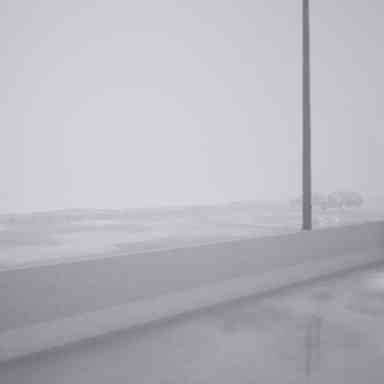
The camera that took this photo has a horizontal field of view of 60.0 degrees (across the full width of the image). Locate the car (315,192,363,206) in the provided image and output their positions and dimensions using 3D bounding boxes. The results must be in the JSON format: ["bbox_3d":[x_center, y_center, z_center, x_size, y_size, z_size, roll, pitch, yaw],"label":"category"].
[{"bbox_3d":[13.936,0.666,30.920,4.553,1.767,2.097,-1,1,-35],"label":"car"}]

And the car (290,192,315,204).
[{"bbox_3d":[11.887,0.765,33.758,4.674,1.442,1.812,-1,1,-35],"label":"car"}]
